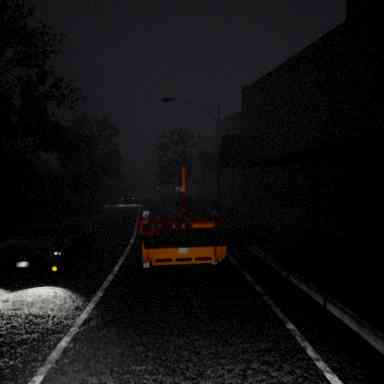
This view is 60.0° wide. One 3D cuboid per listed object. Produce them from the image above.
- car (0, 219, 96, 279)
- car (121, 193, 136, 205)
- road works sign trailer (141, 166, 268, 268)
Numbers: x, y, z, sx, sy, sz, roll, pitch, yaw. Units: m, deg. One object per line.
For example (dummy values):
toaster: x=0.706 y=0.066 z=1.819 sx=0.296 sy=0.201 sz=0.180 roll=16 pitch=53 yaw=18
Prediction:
car: x=-4.139 y=1.504 z=9.790 sx=1.994 sy=1.385 sz=4.181 roll=0 pitch=0 yaw=-5
car: x=-9.859 y=1.028 z=51.877 sx=2.097 sy=1.767 sz=4.553 roll=-1 pitch=1 yaw=-8
road works sign trailer: x=-0.002 y=0.739 z=7.945 sx=2.380 sy=2.880 sz=3.560 roll=0 pitch=1 yaw=-10
